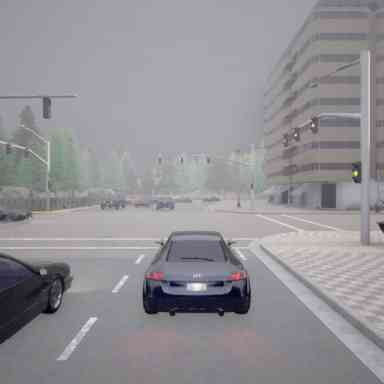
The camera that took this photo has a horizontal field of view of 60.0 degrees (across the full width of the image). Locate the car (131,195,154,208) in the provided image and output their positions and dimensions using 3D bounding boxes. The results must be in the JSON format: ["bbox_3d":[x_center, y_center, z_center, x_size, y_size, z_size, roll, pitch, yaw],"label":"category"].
[{"bbox_3d":[-6.859,1.547,48.040,2.033,1.411,5.357,0,0,2],"label":"car"}]

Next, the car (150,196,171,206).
[{"bbox_3d":[-5.398,1.477,57.911,1.882,1.535,5.008,0,0,15],"label":"car"}]

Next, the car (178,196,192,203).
[{"bbox_3d":[-1.718,1.564,67.205,1.994,1.385,4.181,0,0,28],"label":"car"}]

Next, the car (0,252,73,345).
[{"bbox_3d":[-3.429,1.547,4.554,2.033,1.411,5.357,0,0,0],"label":"car"}]

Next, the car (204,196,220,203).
[{"bbox_3d":[4.159,1.525,69.463,1.812,1.442,4.674,0,0,36],"label":"car"}]

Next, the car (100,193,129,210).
[{"bbox_3d":[-10.433,1.221,44.380,2.150,2.045,5.566,0,0,2],"label":"car"}]

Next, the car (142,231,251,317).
[{"bbox_3d":[0.088,1.564,7.589,1.994,1.385,4.181,0,0,0],"label":"car"}]

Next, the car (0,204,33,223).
[{"bbox_3d":[-14.962,1.585,24.916,5.357,1.411,2.033,-1,0,-9],"label":"car"}]

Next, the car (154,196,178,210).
[{"bbox_3d":[-3.356,1.352,43.801,2.097,1.767,4.553,0,0,1],"label":"car"}]

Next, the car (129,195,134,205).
[{"bbox_3d":[-9.617,1.352,53.814,2.097,1.767,4.553,0,0,8],"label":"car"}]

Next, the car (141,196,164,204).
[{"bbox_3d":[-7.384,1.547,63.245,2.033,1.411,5.357,0,0,21],"label":"car"}]

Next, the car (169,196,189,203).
[{"bbox_3d":[-2.769,1.524,72.384,1.812,1.442,4.674,0,0,34],"label":"car"}]
